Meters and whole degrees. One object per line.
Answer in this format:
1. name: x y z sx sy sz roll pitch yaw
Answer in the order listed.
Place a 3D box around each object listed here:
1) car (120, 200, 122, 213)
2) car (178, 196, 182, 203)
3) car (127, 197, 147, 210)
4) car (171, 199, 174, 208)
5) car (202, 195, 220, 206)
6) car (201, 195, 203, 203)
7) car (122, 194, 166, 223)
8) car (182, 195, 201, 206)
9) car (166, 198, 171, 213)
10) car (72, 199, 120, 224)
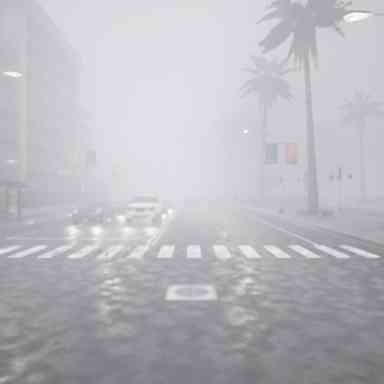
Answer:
1. car: -7.045 1.500 32.905 1.994 1.385 4.181 0 0 0
2. car: -1.482 1.423 63.845 2.033 1.411 5.357 0 0 -12
3. car: -7.011 1.442 43.056 1.812 1.442 4.674 0 0 0
4. car: -3.512 1.513 45.079 1.895 1.301 4.718 0 0 0
5. car: 3.359 1.388 53.122 2.128 1.511 4.902 0 0 -4
6. car: 2.142 1.354 63.431 1.882 1.535 5.008 0 0 -12
7. car: -3.534 1.172 25.476 2.150 2.045 5.566 0 0 0
8. car: -0.093 1.378 51.419 1.882 1.535 5.008 0 0 -3
9. car: -3.525 1.458 34.985 1.812 1.442 4.674 0 0 1
10. car: -7.047 1.305 24.276 2.097 1.767 4.553 0 0 1
